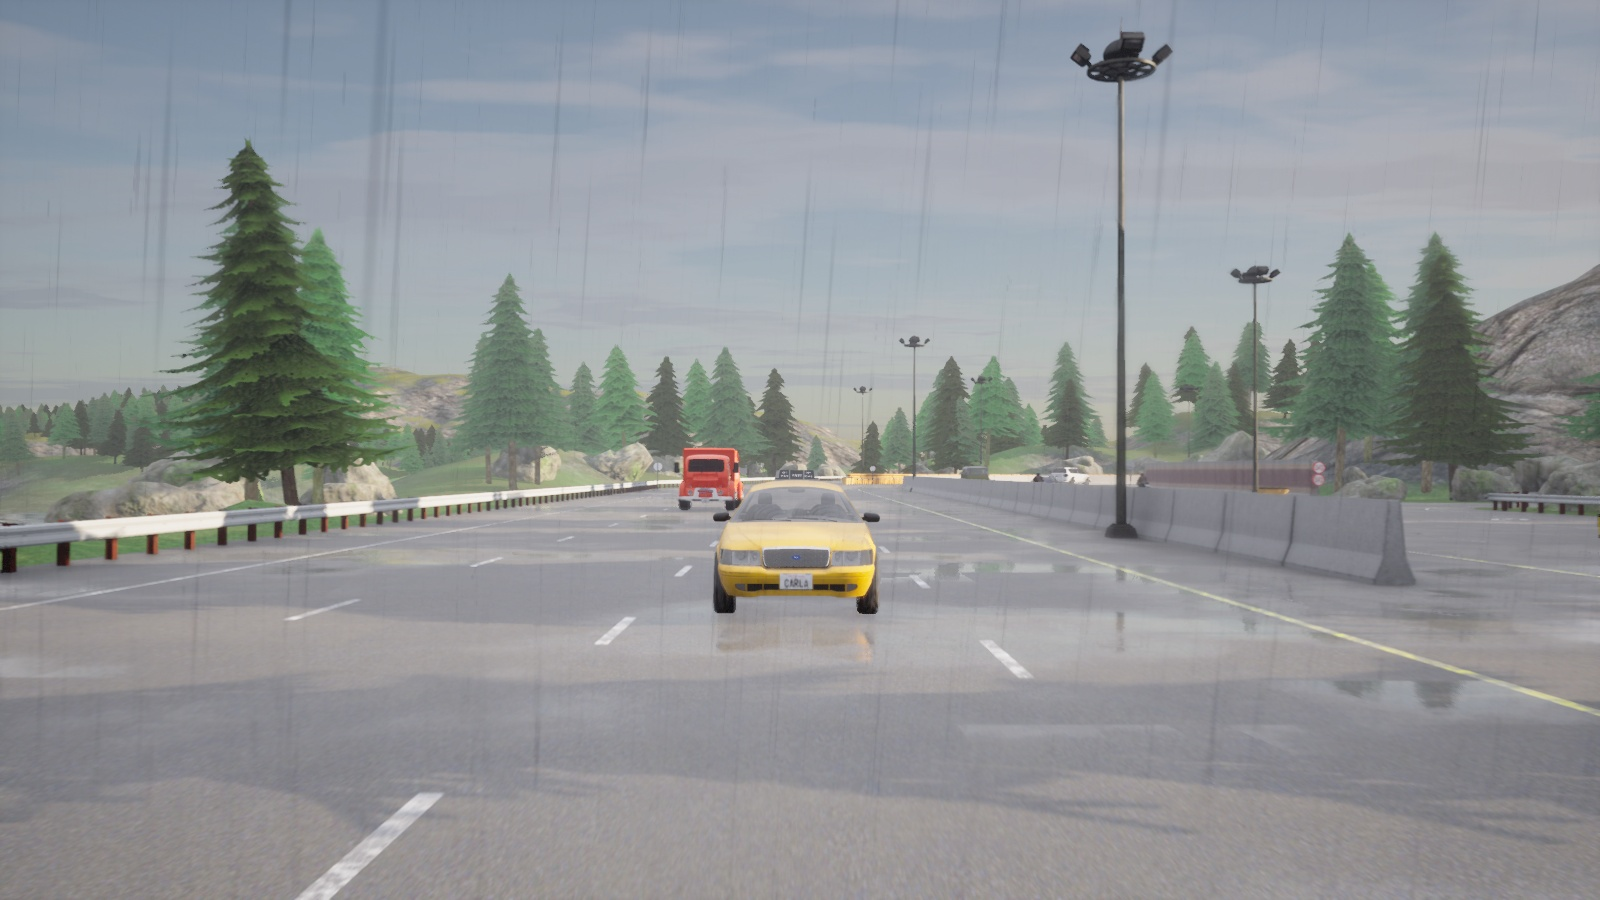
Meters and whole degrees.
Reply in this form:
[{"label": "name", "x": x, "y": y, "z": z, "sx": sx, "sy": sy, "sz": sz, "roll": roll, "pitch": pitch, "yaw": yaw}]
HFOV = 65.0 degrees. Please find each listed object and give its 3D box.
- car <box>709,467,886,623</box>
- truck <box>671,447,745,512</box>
[{"label": "car", "x": -0.036, "y": 1.013, "z": 15.504, "sx": 1.801, "sy": 1.575, "sz": 5.366, "roll": 0, "pitch": -1, "yaw": 0}, {"label": "truck", "x": -3.629, "y": 1.193, "z": 50.581, "sx": 2.627, "sy": 2.467, "sz": 5.204, "roll": 0, "pitch": -1, "yaw": 0}]
